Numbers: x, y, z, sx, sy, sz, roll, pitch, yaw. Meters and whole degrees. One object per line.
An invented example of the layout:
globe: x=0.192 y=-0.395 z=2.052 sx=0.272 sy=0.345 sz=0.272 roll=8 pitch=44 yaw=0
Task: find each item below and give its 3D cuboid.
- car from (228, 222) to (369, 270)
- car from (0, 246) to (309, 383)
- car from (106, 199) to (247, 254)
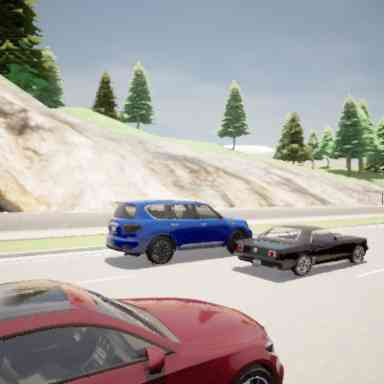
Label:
car: x=3.634 y=1.709 z=10.604 sx=4.718 sy=1.301 sz=1.895 roll=1 pitch=0 yaw=-35
car: x=-1.242 y=1.530 z=2.799 sx=4.674 sy=1.442 sz=1.812 roll=1 pitch=-1 yaw=-36
car: x=-0.303 y=1.299 z=12.113 sx=5.566 sy=2.045 sz=2.150 roll=1 pitch=0 yaw=-35
